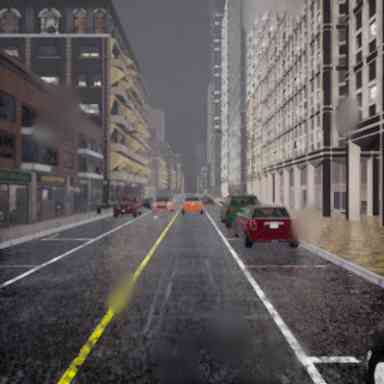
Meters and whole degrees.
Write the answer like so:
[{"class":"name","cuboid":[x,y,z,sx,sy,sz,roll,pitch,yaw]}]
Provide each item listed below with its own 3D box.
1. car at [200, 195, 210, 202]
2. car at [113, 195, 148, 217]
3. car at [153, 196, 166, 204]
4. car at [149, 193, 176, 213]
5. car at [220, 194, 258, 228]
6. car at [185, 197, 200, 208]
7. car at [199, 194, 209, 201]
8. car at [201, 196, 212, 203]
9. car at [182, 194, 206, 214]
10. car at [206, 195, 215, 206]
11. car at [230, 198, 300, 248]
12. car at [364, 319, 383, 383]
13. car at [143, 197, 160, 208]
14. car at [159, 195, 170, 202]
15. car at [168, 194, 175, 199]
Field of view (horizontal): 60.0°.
[{"class":"car","cuboid":[2.714,1.409,69.662,1.802,1.307,4.206,0,0,0]},{"class":"car","cuboid":[-5.679,1.231,30.124,2.192,1.841,5.009,0,0,0]},{"class":"car","cuboid":[-5.670,1.375,58.197,1.752,1.417,4.829,0,0,0]},{"class":"car","cuboid":[-3.080,1.253,35.906,2.097,1.767,4.553,0,0,0]},{"class":"car","cuboid":[3.114,1.166,21.816,2.150,2.045,5.566,0,0,0]},{"class":"car","cuboid":[0.091,1.419,48.127,2.033,1.411,5.357,0,0,0]},{"class":"car","cuboid":[2.716,1.256,75.309,1.967,1.590,4.097,0,0,0]},{"class":"car","cuboid":[2.713,1.403,64.012,1.947,1.339,4.313,0,0,0]},{"class":"car","cuboid":[0.065,1.256,34.649,2.097,1.767,4.553,0,0,1]},{"class":"car","cuboid":[2.708,1.443,52.715,1.802,1.307,4.206,0,0,0]},{"class":"car","cuboid":[3.118,1.310,14.757,2.097,1.767,4.553,0,0,0]},{"class":"car","cuboid":[2.692,1.545,1.878,2.008,1.369,4.403,0,0,0]},{"class":"car","cuboid":[-5.673,1.425,47.070,2.008,1.369,4.403,0,0,0]},{"class":"car","cuboid":[-5.666,1.372,69.665,1.887,1.381,4.507,0,0,0]},{"class":"car","cuboid":[-5.659,1.351,92.259,1.947,1.339,4.313,0,0,0]}]
